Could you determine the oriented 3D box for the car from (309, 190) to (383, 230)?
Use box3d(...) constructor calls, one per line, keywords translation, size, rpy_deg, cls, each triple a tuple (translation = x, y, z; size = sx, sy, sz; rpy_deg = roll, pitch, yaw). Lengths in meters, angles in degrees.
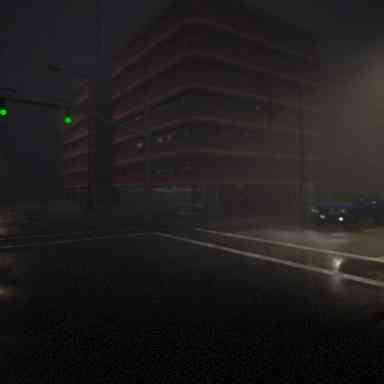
box3d(translation=(9.167, 0.924, 19.279), size=(5.566, 2.045, 2.150), rpy_deg=(-1, 1, -35), cls="car")
